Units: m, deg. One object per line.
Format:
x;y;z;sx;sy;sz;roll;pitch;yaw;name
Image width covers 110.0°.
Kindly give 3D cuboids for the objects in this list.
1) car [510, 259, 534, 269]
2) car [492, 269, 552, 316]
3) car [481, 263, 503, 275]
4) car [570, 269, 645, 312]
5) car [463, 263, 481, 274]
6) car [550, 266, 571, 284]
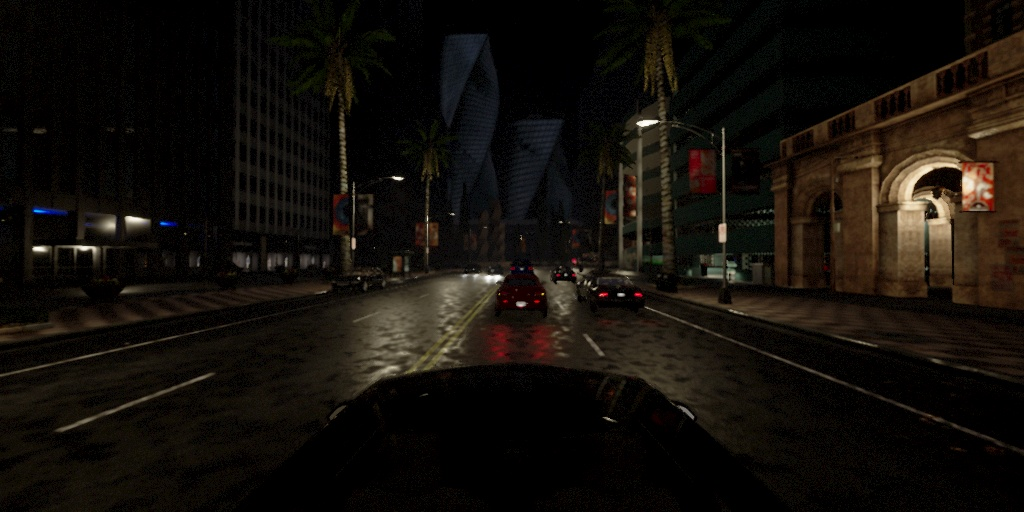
0.964;1.310;35.065;2.150;2.045;5.566;0;-1;2;car
0.365;1.399;13.864;1.812;1.442;4.674;0;0;2;car
-2.226;1.691;46.455;2.128;1.511;4.902;0;-1;4;car
3.910;1.437;15.074;2.033;1.411;5.357;0;-1;2;car
-5.436;1.735;49.885;1.837;1.490;4.892;0;-1;6;car
4.340;1.597;30.798;2.033;1.411;5.357;0;-1;2;car
